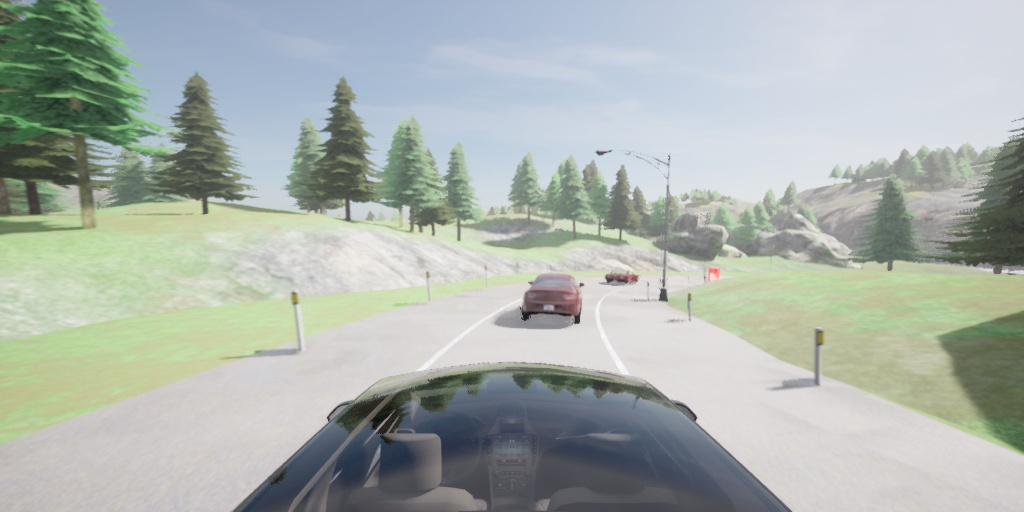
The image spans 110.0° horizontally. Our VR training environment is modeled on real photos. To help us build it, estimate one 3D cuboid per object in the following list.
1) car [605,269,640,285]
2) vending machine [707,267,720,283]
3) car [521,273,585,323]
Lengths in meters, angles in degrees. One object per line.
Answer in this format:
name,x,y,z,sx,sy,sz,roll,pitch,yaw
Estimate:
car,10.099,1.887,32.524,1.895,1.301,4.718,4,0,34
vending machine,21.520,2.219,38.559,0.880,2.100,1.100,0,0,-42
car,1.488,1.320,12.386,1.812,1.442,4.674,1,0,11
